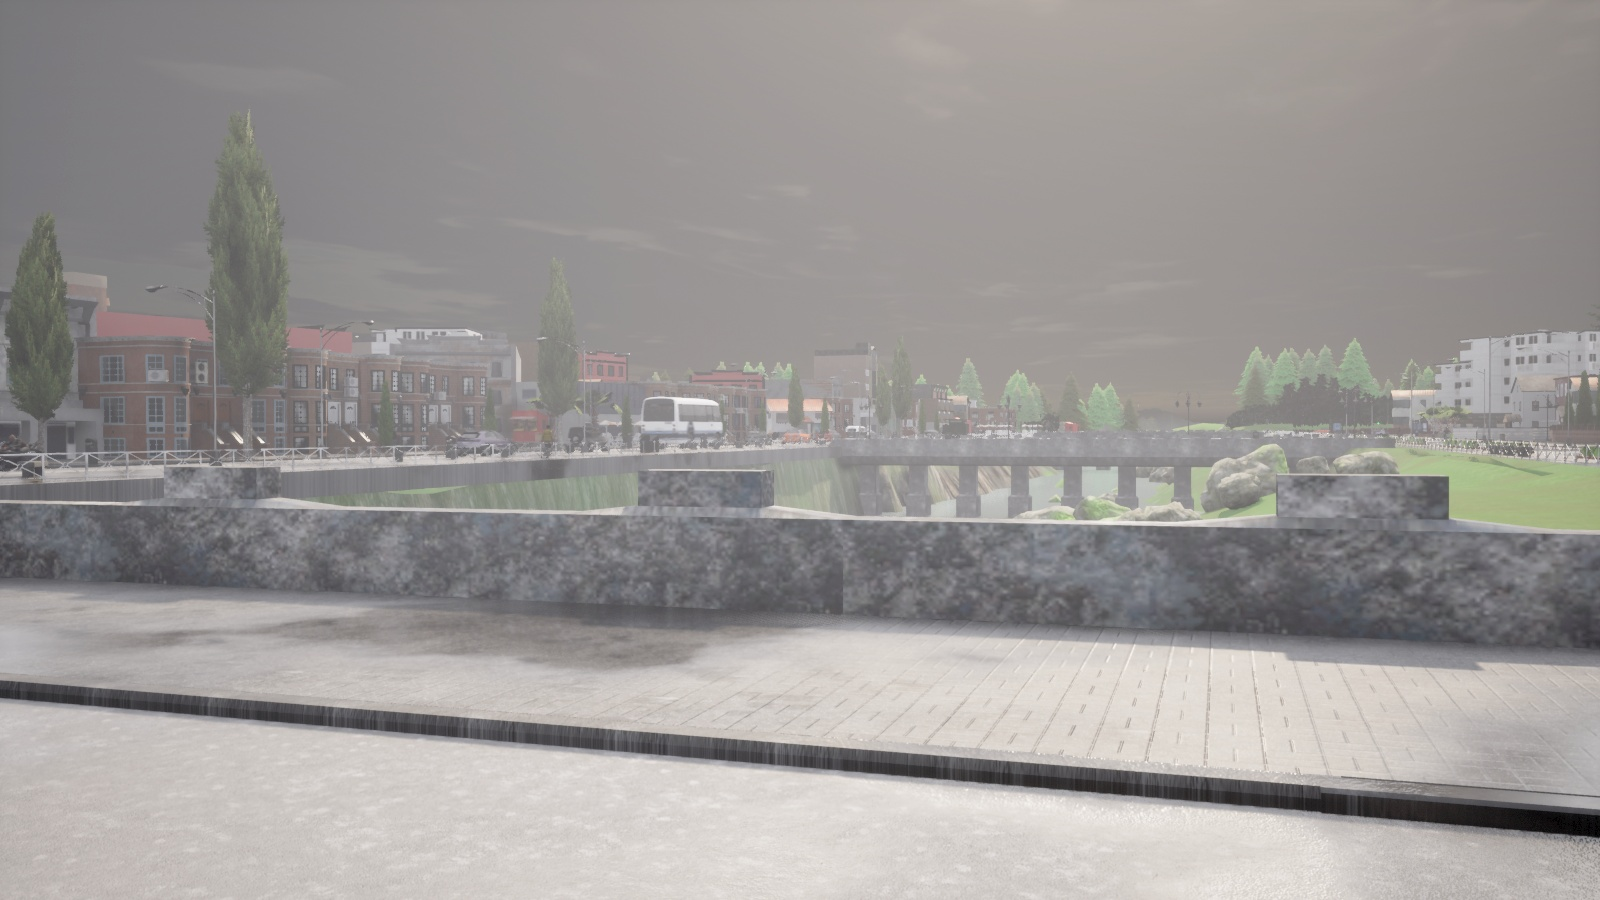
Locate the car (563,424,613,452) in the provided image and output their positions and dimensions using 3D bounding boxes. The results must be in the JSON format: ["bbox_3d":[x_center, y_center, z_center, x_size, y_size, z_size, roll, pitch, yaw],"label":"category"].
[{"bbox_3d":[-15.068,-0.864,89.323,1.905,1.878,3.866,1,1,19],"label":"car"}]

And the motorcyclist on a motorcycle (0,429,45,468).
[{"bbox_3d":[-32.098,-0.079,51.193,0.866,1.530,2.191,1,1,19],"label":"motorcyclist on a motorcycle"}]

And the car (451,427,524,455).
[{"bbox_3d":[-19.155,-0.551,77.160,2.033,1.649,4.856,1,1,19],"label":"car"}]

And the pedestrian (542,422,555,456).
[{"bbox_3d":[-13.452,-0.589,67.135,0.431,1.840,0.709,0,1,17],"label":"pedestrian"}]
